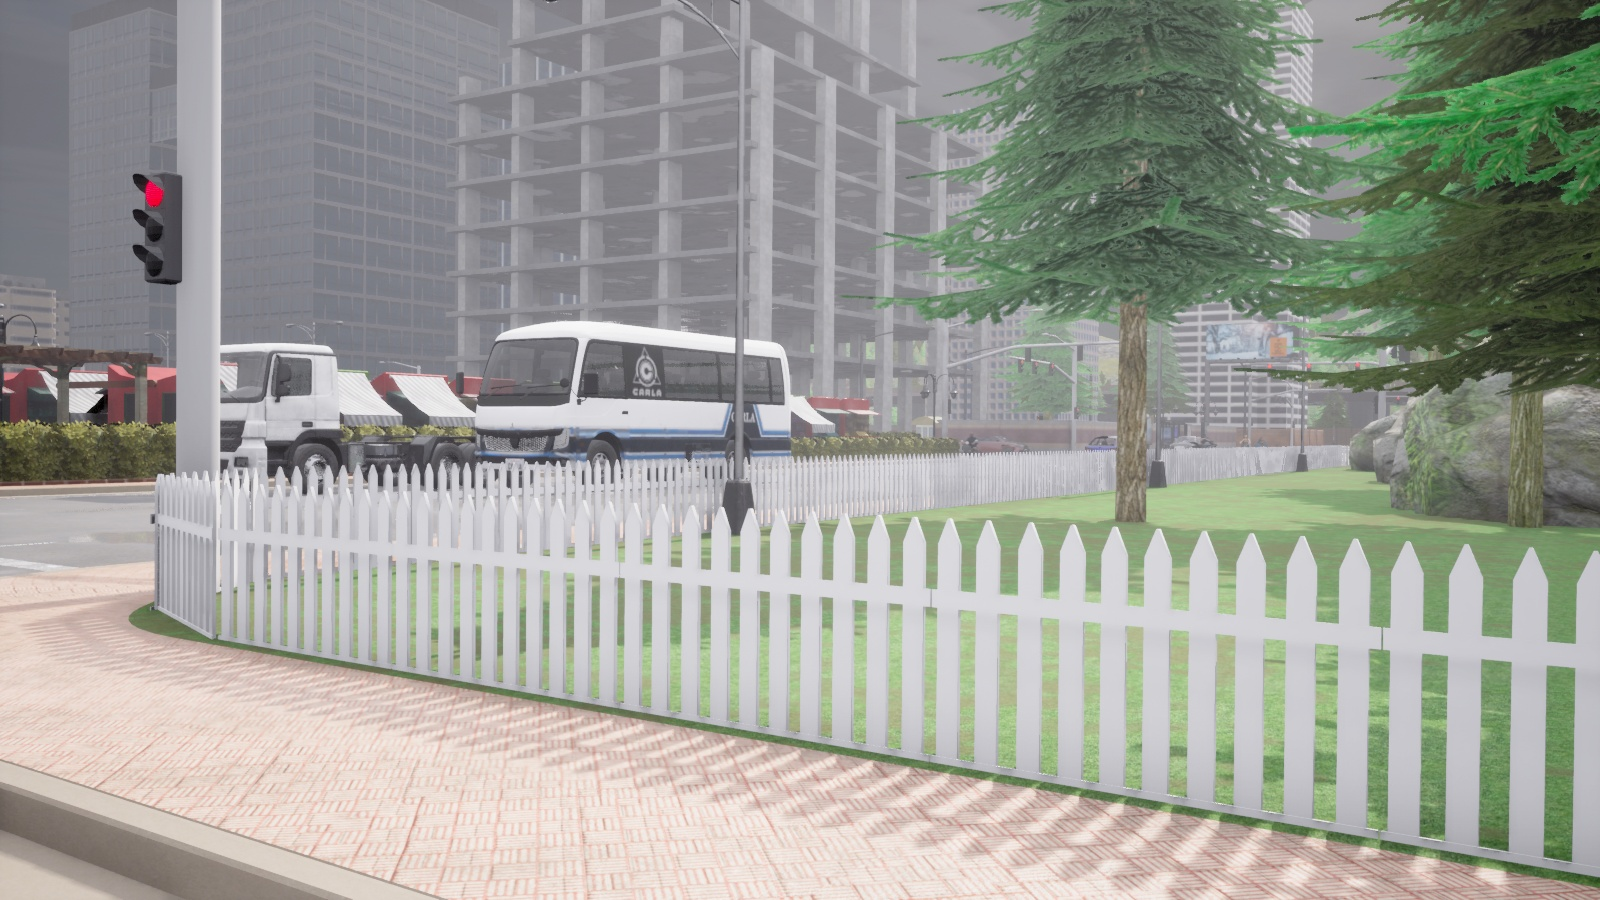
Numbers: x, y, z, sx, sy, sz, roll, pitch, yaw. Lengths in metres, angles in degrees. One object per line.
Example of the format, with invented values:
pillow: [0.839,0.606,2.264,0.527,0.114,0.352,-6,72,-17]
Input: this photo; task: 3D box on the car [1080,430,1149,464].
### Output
car: [14.279,-0.162,56.946,1.816,1.474,4.193,0,1,32]

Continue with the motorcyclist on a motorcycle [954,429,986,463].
motorcyclist on a motorcycle: [8.192,-0.215,60.442,0.866,1.590,1.817,0,1,32]

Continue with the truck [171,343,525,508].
truck: [-10.611,-0.571,30.501,2.891,3.462,7.936,0,1,32]

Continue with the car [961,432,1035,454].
car: [12.555,-0.460,79.807,4.181,1.385,1.994,0,1,32]

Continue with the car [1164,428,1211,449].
car: [28.794,-0.845,93.194,2.128,1.511,4.902,0,1,32]

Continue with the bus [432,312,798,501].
bus: [-4.467,-1.065,33.699,3.944,4.253,10.273,0,1,32]
